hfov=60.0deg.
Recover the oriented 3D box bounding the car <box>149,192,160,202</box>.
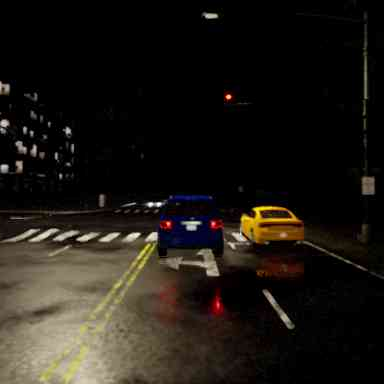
[{"bbox_3d":[-6.548,1.197,59.876,1.895,1.301,4.718,0,0,1],"label":"car"}]

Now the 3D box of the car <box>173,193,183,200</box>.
[{"bbox_3d":[-3.256,0.906,76.343,2.128,1.511,4.902,0,0,0],"label":"car"}]

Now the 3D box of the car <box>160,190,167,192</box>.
[{"bbox_3d":[-6.507,0.622,76.142,2.150,2.045,5.566,0,0,0],"label":"car"}]

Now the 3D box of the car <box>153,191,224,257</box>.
[{"bbox_3d":[-0.106,1.136,12.702,2.150,2.045,5.566,0,0,-2],"label":"car"}]

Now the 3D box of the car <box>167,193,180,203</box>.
[{"bbox_3d":[-3.301,1.073,60.092,1.882,1.535,5.008,0,1,1],"label":"car"}]

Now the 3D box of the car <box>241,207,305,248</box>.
[{"bbox_3d":[3.306,1.370,14.457,1.882,1.535,5.008,-1,1,0],"label":"car"}]
